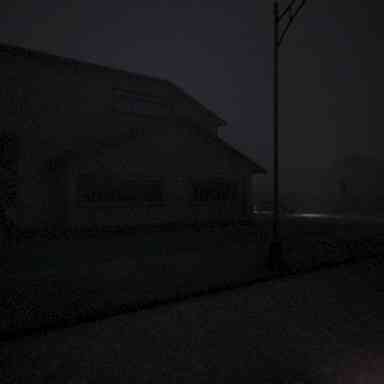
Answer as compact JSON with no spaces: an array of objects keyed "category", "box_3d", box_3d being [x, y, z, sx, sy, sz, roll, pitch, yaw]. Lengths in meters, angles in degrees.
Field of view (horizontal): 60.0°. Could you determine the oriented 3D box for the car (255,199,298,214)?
[{"category":"car","box_3d":[8.737,1.493,34.785,1.837,1.490,4.892,0,0,-35]}]
